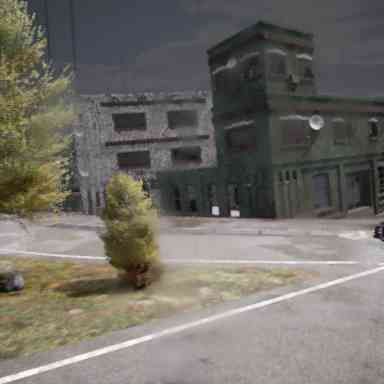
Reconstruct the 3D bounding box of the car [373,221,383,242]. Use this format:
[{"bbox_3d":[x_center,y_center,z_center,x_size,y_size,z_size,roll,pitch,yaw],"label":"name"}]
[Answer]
[{"bbox_3d":[8.994,1.312,12.302,4.181,1.385,1.994,0,2,-14],"label":"car"}]
